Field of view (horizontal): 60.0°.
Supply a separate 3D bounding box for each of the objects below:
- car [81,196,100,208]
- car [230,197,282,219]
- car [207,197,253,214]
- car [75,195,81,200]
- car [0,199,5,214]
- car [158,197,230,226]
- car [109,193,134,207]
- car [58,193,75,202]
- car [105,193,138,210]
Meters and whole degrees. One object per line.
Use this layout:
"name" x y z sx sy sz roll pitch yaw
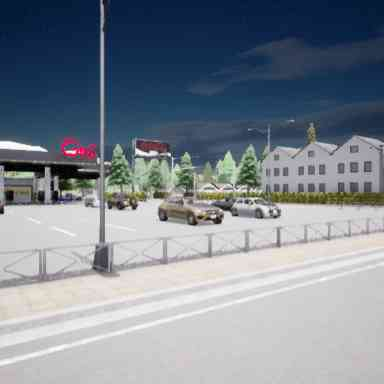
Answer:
"car" -12.735 1.328 43.953 1.970 1.475 3.806 0 0 -36
"car" 4.798 1.203 25.089 1.970 1.475 3.806 0 0 -36
"car" 3.685 1.269 32.954 2.007 1.523 4.514 0 0 -36
"car" -28.733 1.277 80.510 3.866 1.878 1.905 0 0 -36
"car" -18.333 1.264 30.417 2.007 1.523 4.514 0 0 -36
"car" -0.238 1.123 21.098 2.152 1.636 5.027 0 0 -36
"car" -9.674 1.045 45.386 1.905 1.878 3.866 0 0 -36
"car" -28.976 1.444 73.382 4.611 1.667 2.242 0 0 -36
"car" -7.780 1.066 37.072 1.932 1.855 4.605 0 0 -36
